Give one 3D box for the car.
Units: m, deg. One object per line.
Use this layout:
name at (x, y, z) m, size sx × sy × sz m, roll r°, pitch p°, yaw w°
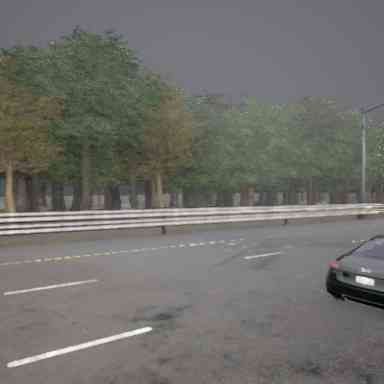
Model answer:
car at (4.834, 1.628, 7.321) m, size 4.181 × 1.385 × 1.994 m, roll 1°, pitch 0°, yaw -36°
